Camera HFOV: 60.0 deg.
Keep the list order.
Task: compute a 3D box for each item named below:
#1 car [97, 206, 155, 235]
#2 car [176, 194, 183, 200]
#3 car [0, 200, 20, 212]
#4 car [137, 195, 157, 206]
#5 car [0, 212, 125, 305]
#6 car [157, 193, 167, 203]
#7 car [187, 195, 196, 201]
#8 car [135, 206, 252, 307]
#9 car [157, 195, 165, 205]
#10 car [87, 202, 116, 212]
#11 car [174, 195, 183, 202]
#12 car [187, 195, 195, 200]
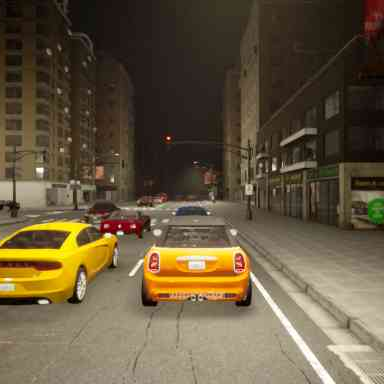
[{"bbox_3d":[-3.284,1.603,17.430,1.895,1.301,4.718,0,0,0],"label":"car"},{"bbox_3d":[-3.432,1.421,90.794,1.882,1.535,5.008,0,0,0],"label":"car"},{"bbox_3d":[-22.226,1.596,38.513,4.313,1.339,1.947,0,0,0],"label":"car"},{"bbox_3d":[-6.694,1.370,48.479,2.097,1.767,4.553,0,0,0],"label":"car"},{"bbox_3d":[-3.165,1.478,8.173,1.882,1.535,5.008,0,0,0],"label":"car"},{"bbox_3d":[-6.645,1.263,72.512,2.150,2.045,5.566,0,0,0],"label":"car"},{"bbox_3d":[-0.161,1.399,80.765,2.097,1.767,4.553,0,0,0],"label":"car"},{"bbox_3d":[0.084,1.353,8.164,2.097,1.767,4.553,0,0,0],"label":"car"},{"bbox_3d":[-6.692,1.628,61.452,1.895,1.301,4.718,0,0,0],"label":"car"},{"bbox_3d":[-6.652,1.530,25.115,1.812,1.442,4.674,0,0,0],"label":"car"},{"bbox_3d":[-3.410,1.543,80.372,1.837,1.490,4.892,0,0,0],"label":"car"},{"bbox_3d":[-0.182,1.483,90.800,2.033,1.411,5.357,0,0,0],"label":"car"}]
